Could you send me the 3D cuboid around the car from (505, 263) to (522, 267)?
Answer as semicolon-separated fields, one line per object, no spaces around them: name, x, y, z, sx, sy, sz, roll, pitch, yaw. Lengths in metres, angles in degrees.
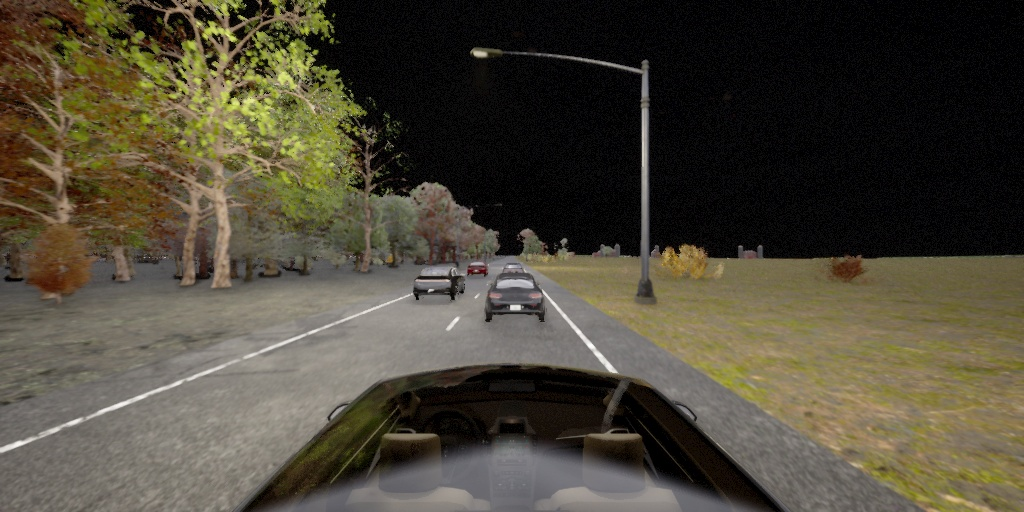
car;0.107;1.311;30.468;2.033;1.411;5.357;0;0;0

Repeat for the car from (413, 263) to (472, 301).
car;-3.395;1.249;17.425;2.128;1.511;4.902;0;0;0

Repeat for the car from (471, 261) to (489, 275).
car;-3.392;1.245;36.459;1.882;1.535;5.008;0;0;0

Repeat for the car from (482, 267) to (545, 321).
car;0.099;1.281;12.343;1.812;1.442;4.674;0;0;0
